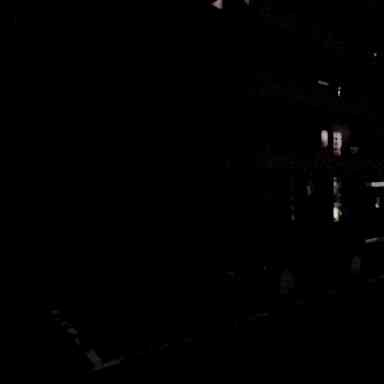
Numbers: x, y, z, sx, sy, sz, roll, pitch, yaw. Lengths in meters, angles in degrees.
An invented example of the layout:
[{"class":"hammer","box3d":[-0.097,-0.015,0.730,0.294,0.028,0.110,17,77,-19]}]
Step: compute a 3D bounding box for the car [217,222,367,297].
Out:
[{"class":"car","box3d":[2.666,1.505,8.477,4.507,1.381,1.887,0,0,-36]}]
